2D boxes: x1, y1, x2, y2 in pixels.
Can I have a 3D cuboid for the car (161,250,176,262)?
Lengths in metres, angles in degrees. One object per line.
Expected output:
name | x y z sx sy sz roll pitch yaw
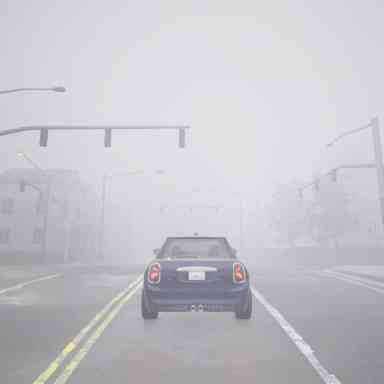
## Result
car | -3.698 10.129 52.695 2.097 1.767 4.553 0 -11 0

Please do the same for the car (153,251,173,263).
car | -3.688 8.416 43.076 2.033 1.411 5.357 0 -11 0

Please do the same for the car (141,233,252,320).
car | 0.084 1.805 8.216 2.097 1.767 4.553 0 -7 0
